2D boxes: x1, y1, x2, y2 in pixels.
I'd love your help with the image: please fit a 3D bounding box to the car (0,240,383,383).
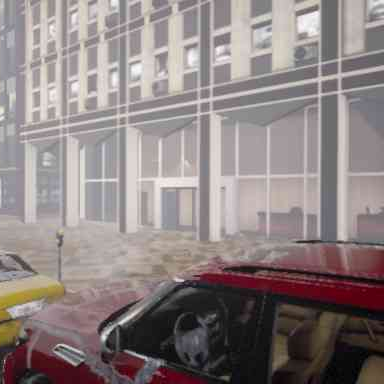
[{"bbox_3d":[0.710,1.311,2.370,5.009,1.841,2.192,0,0,35],"label":"car"}]
